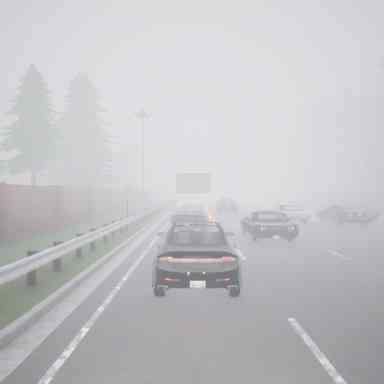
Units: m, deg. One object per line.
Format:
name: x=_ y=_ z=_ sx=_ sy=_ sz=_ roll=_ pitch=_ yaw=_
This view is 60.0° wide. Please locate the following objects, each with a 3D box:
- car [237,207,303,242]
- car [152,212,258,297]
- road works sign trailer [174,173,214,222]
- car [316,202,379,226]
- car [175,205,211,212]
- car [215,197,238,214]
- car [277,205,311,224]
car: x=3.611 y=1.601 z=16.389 sx=1.895 sy=1.301 sz=4.718 roll=0 pitch=0 yaw=0
car: x=0.106 y=1.492 z=8.574 sx=2.128 sy=1.511 sz=4.902 roll=0 pitch=0 yaw=0
road works sign trailer: x=0.078 y=0.464 z=22.940 sx=2.380 sy=3.560 sz=2.880 roll=0 pitch=0 yaw=0
car: x=10.616 y=1.548 z=23.587 sx=2.033 sy=1.411 sz=5.357 roll=0 pitch=0 yaw=0
car: x=-0.003 y=1.474 z=19.022 sx=1.882 sy=1.535 sz=5.008 roll=0 pitch=0 yaw=6
car: x=3.622 y=1.352 z=35.177 sx=2.097 sy=1.767 sz=4.553 roll=0 pitch=0 yaw=0
car: x=7.116 y=1.601 z=24.747 sx=1.895 sy=1.301 sz=4.718 roll=0 pitch=0 yaw=0
